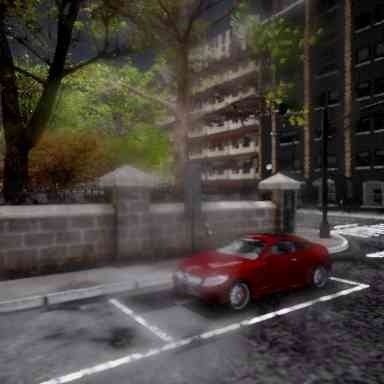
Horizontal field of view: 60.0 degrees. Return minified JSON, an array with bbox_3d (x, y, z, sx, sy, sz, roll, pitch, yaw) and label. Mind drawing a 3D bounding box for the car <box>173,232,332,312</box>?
[{"bbox_3d":[1.563,1.615,7.675,4.206,1.307,1.802,0,-1,-35],"label":"car"}]
